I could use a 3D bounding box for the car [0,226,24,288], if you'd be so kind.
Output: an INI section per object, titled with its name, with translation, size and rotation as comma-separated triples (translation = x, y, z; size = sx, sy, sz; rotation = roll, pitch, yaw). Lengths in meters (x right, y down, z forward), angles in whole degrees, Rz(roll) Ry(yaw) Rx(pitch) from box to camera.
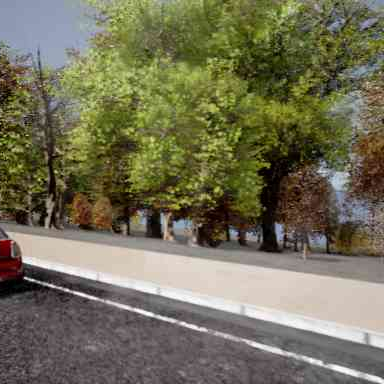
[car]
translation = -6.102, 1.352, 8.036
size = 4.553, 1.767, 2.097
rotation = 0, 0, 36
